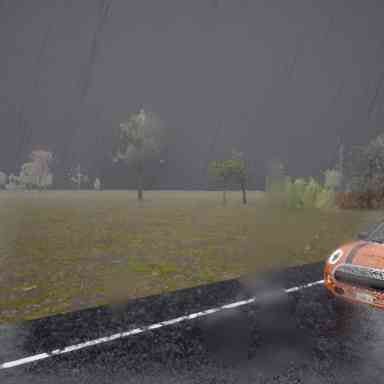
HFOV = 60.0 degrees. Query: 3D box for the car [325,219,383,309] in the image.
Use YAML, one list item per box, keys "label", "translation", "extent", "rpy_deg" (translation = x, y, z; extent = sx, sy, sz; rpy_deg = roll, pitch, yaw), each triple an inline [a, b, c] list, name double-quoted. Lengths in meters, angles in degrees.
- label: "car"
  translation: [5.004, 1.356, 7.422]
  extent: [4.553, 1.767, 2.097]
  rpy_deg: [0, 0, -35]
